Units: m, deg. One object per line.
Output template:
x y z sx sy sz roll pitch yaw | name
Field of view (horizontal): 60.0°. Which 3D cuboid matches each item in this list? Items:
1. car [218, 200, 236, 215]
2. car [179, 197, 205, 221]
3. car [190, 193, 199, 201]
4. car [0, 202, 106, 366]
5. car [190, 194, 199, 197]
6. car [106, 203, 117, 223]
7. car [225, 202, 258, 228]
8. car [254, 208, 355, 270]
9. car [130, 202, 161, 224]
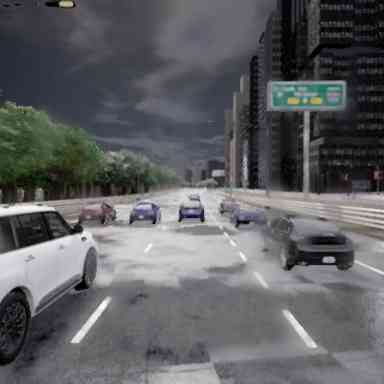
3.616 1.476 32.874 2.033 1.411 5.357 0 0 0 | car
-0.016 1.454 26.869 2.163 1.488 4.792 0 0 1 | car
0.585 1.097 74.046 1.882 1.535 5.008 0 1 1 | car
-3.395 1.216 5.910 2.150 2.045 5.566 0 0 0 | car
0.449 1.297 57.510 1.812 1.442 4.674 0 1 1 | car
-6.834 1.483 24.249 1.812 1.442 4.674 0 0 0 | car
3.552 1.565 21.934 1.895 1.301 4.718 0 0 0 | car
3.513 1.491 10.932 1.837 1.490 4.892 0 0 0 | car
-3.334 1.484 24.213 1.812 1.442 4.674 0 0 0 | car
